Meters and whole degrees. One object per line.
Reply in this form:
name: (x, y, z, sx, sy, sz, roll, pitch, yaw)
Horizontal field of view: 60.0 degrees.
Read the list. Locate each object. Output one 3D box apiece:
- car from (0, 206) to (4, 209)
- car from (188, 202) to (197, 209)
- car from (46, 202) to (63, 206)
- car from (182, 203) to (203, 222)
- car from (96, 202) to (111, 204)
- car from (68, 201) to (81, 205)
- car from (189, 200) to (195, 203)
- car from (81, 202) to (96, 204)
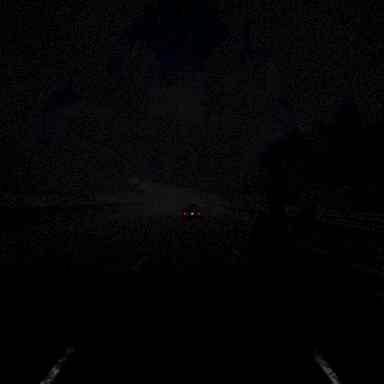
car: (-17.571, 1.842, 28.237, 1.837, 1.490, 4.892, 0, -1, 0)
car: (0.072, 3.231, 81.201, 2.128, 1.511, 4.902, 0, -1, 0)
car: (-27.939, 2.721, 67.847, 1.882, 1.535, 5.008, 0, -1, 0)
car: (0.026, 1.979, 31.074, 2.033, 1.411, 5.357, 0, -1, 0)
car: (-17.439, 2.767, 68.252, 2.128, 1.511, 4.902, 0, -1, 0)
car: (-24.437, 2.679, 69.757, 2.097, 1.767, 4.553, 0, -1, 0)
car: (0.052, 2.650, 59.108, 1.837, 1.490, 4.892, 0, -2, 0)
car: (-20.938, 2.871, 69.718, 2.033, 1.411, 5.357, 0, -1, 0)
